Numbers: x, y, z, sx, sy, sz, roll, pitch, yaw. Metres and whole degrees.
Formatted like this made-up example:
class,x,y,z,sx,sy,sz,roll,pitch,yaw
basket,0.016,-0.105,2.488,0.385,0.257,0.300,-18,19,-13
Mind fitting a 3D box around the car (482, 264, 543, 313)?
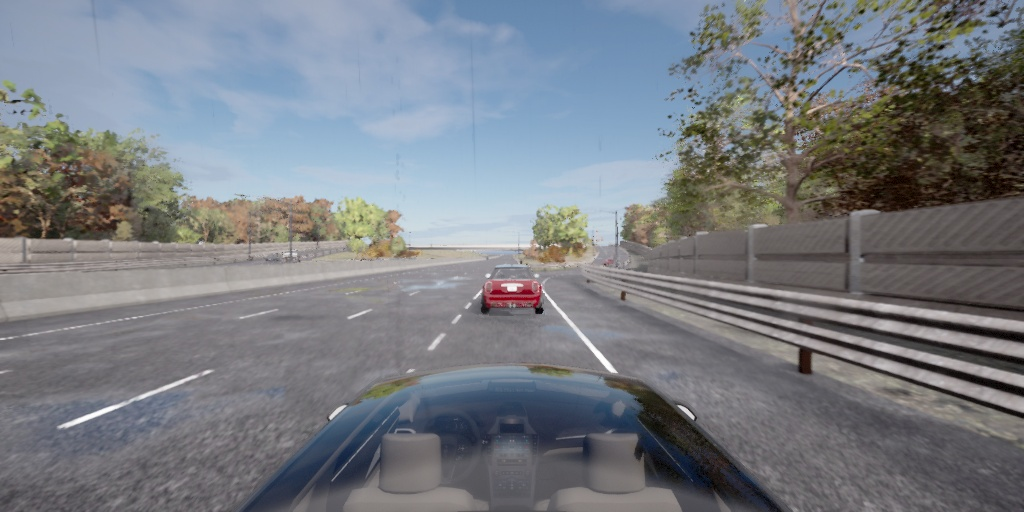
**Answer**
class,x,y,z,sx,sy,sz,roll,pitch,yaw
car,0.015,1.106,14.069,2.097,1.767,4.553,0,0,0
